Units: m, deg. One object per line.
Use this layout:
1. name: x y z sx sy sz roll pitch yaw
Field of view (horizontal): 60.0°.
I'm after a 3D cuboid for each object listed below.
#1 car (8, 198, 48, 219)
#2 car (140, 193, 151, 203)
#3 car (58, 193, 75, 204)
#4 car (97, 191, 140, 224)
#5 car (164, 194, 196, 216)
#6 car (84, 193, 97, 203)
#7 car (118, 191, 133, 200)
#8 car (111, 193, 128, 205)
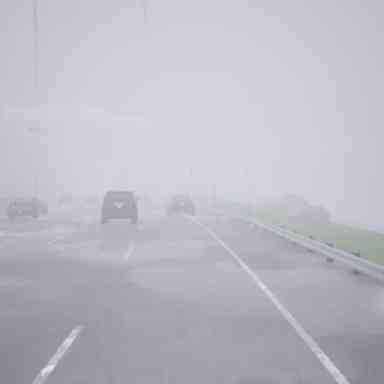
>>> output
1. car: -12.557 1.200 25.745 2.128 1.511 4.902 0 1 -11
2. car: -7.095 0.866 47.201 1.812 1.442 4.674 -1 1 -18
3. car: -17.802 0.933 47.044 1.837 1.490 4.892 1 0 -19
4. car: -4.707 0.923 22.067 2.150 2.045 5.566 0 1 -9
5. car: -1.077 0.947 27.129 2.097 1.767 4.553 -1 1 -10
6. car: -14.948 0.895 49.432 1.812 1.442 4.674 0 1 -20
7. car: -12.495 0.631 62.291 1.882 1.535 5.008 -1 1 -24
8. car: -9.803 0.903 44.787 1.837 1.490 4.892 1 0 -17
